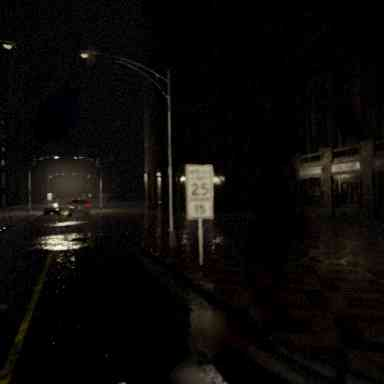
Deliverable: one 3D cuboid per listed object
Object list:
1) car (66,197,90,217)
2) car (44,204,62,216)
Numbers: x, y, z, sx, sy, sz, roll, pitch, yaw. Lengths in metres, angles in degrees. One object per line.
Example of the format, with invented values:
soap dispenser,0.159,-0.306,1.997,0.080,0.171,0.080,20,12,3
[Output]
car,-12.866,1.728,38.008,2.150,2.045,5.566,-1,-1,-19
car,-17.355,2.149,41.538,2.033,1.411,5.357,-1,-1,-20
